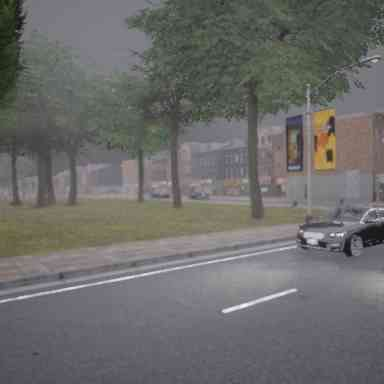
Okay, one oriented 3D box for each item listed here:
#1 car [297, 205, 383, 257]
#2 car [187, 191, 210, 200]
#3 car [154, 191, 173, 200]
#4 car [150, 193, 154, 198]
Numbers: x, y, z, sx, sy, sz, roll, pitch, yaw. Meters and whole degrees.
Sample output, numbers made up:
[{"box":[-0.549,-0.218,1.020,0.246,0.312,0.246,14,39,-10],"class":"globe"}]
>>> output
[{"box":[5.749,1.252,11.838,4.902,1.511,2.128,-1,1,-36],"class":"car"},{"box":[1.029,0.625,57.347,2.128,1.511,4.902,-1,1,-35],"class":"car"},{"box":[-4.226,0.650,59.867,2.128,1.511,4.902,-1,1,-35],"class":"car"},{"box":[-6.819,0.578,68.212,1.882,1.535,5.008,-1,1,-36],"class":"car"}]
